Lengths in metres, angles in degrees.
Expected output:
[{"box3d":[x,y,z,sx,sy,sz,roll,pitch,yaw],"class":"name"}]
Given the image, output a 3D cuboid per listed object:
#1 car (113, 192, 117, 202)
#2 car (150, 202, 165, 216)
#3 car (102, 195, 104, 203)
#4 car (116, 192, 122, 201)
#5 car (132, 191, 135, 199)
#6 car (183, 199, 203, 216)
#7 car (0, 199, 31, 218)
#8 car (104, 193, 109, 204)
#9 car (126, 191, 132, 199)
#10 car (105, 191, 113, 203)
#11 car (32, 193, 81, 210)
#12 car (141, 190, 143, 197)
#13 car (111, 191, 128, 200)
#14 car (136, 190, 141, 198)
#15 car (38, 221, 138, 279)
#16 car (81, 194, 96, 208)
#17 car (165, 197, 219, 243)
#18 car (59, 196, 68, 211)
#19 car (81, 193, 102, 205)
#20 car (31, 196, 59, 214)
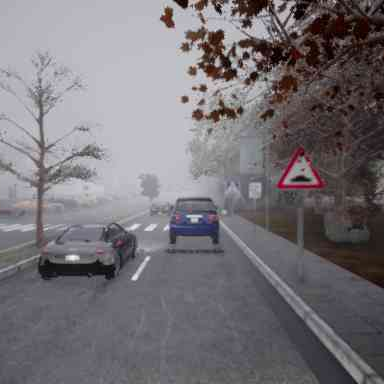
[{"box3d":[-16.813,1.339,61.600,4.674,1.452,2.002,-1,1,-20],"class":"car"},{"box3d":[-2.900,1.617,32.560,1.895,1.301,4.718,0,0,0],"class":"car"},{"box3d":[-16.844,1.441,52.576,4.792,1.488,2.163,-1,1,-20],"class":"car"},{"box3d":[-16.801,1.255,64.600,5.008,1.535,2.097,-1,1,-20],"class":"car"},{"box3d":[-16.624,1.066,76.670,5.366,1.575,1.946,-1,1,-20],"class":"car"},{"box3d":[0.106,1.520,34.222,1.837,1.490,4.892,0,0,0],"class":"car"},{"box3d":[-16.812,1.536,28.578,4.792,1.488,2.163,-1,0,-20],"class":"car"},{"box3d":[-16.818,1.422,55.601,4.674,1.452,2.002,-1,0,-20],"class":"car"},{"box3d":[-16.780,0.865,73.615,5.566,2.045,2.435,-1,1,-20],"class":"car"},{"box3d":[-16.845,1.215,58.587,4.553,1.767,2.185,-1,1,-20],"class":"car"},{"box3d":[-16.805,1.245,40.594,5.566,2.045,2.435,-1,0,-20],"class":"car"},{"box3d":[-16.757,0.767,91.612,4.553,1.767,2.185,-1,1,-20],"class":"car"},{"box3d":[-16.777,1.190,70.616,4.792,1.488,2.163,-1,1,-20],"class":"car"},{"box3d":[-16.819,0.707,85.584,5.566,2.045,2.435,-1,1,-20],"class":"car"},{"box3d":[-2.898,1.569,10.084,1.994,1.385,4.181,0,0,0],"class":"car"},{"box3d":[-16.651,1.457,46.649,5.366,1.575,1.946,-1,0,-20],"class":"car"},{"box3d":[0.103,1.233,16.193,2.150,2.045,5.566,0,0,0],"class":"car"},{"box3d":[-16.835,1.542,37.575,4.674,1.452,2.002,-1,0,-20],"class":"car"},{"box3d":[-16.849,1.189,49.574,5.566,2.045,2.435,-1,1,-20],"class":"car"},{"box3d":[-17.005,1.506,34.502,5.366,1.575,1.946,-1,0,-20],"class":"car"}]
